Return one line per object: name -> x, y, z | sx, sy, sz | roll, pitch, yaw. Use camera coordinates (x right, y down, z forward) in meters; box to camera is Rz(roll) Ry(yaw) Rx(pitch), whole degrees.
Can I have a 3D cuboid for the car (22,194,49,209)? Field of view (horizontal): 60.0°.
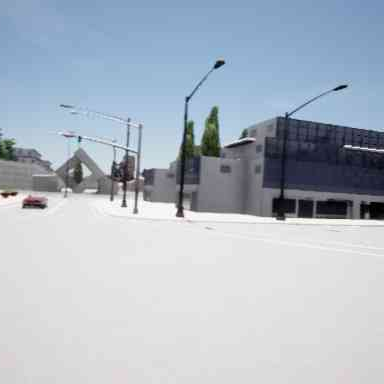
car -> -14.994, 0.855, 31.962 | 1.895, 1.301, 4.718 | 3, 0, -18
